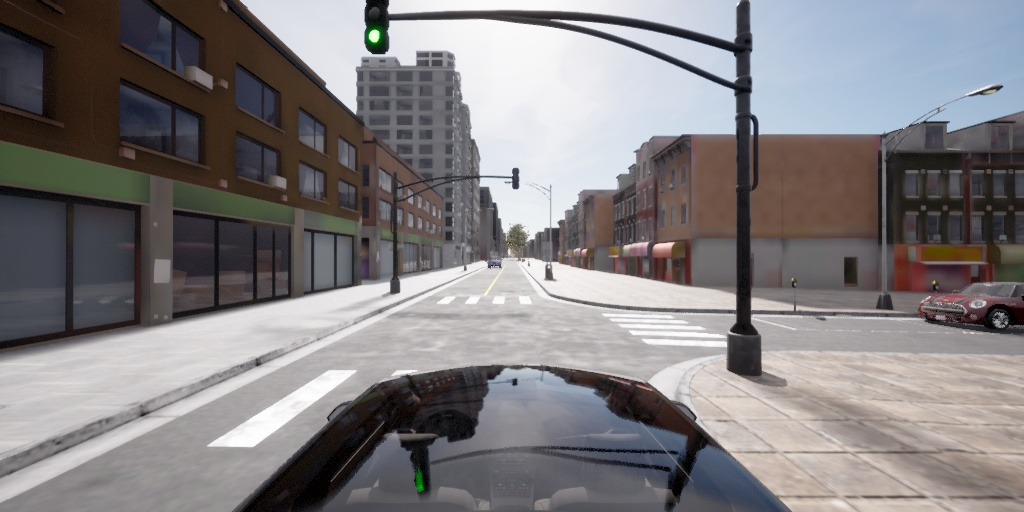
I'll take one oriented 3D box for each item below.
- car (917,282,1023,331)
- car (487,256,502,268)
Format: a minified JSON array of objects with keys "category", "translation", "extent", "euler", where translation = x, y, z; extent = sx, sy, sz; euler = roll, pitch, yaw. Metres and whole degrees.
[{"category":"car","translation":[16.358,1.573,12.017],"extent":[4.097,1.591,1.967],"euler":[0,0,0]},{"category":"car","translation":[-2.751,1.050,58.439],"extent":[2.150,2.045,5.566],"euler":[0,0,0]}]
